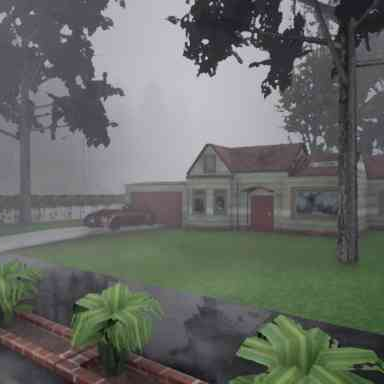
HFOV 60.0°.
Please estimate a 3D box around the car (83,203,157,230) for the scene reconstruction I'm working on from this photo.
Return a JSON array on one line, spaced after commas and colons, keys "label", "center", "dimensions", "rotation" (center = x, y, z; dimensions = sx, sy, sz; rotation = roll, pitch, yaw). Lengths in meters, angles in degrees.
[{"label": "car", "center": [-3.872, 1.290, 18.374], "dimensions": [1.994, 1.381, 4.181], "rotation": [0, 0, 35]}]
